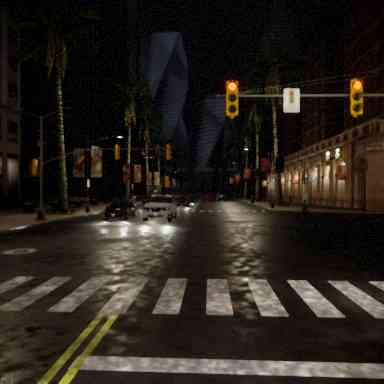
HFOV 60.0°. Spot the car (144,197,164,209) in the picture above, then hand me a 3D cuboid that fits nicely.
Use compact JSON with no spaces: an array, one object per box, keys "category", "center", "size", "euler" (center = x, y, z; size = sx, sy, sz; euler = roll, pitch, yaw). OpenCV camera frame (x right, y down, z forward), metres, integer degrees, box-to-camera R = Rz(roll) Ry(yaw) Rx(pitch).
[{"category":"car","center":[-5.067,1.464,45.156],"size":[1.882,1.535,5.008],"euler":[0,0,3]}]

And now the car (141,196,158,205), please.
[{"category":"car","center":[-7.505,1.496,59.368],"size":[2.161,1.482,4.786],"euler":[0,0,2]}]

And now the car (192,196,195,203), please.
[{"category":"car","center":[-0.410,1.544,68.068],"size":[1.994,1.385,4.181],"euler":[0,0,3]}]

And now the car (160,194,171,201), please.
[{"category":"car","center":[-6.417,1.330,81.273],"size":[2.185,1.767,4.553],"euler":[0,0,2]}]

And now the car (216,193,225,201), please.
[{"category":"car","center":[7.433,1.190,88.091],"size":[2.150,2.045,5.566],"euler":[0,0,2]}]

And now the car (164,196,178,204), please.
[{"category":"car","center":[-4.072,1.472,65.229],"size":[2.128,1.511,4.902],"euler":[0,0,3]}]

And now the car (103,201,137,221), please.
[{"category":"car","center":[-5.885,1.497,27.615],"size":[1.837,1.490,4.892],"euler":[0,0,3]}]

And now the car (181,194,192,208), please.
[{"category":"car","center":[-1.378,1.491,49.072],"size":[1.837,1.490,4.892],"euler":[0,0,3]}]

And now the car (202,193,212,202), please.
[{"category":"car","center":[3.565,1.201,77.812],"size":[2.150,2.045,5.566],"euler":[0,0,2]}]

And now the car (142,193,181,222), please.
[{"category":"car","center":[-2.444,1.214,26.350],"size":[2.150,2.045,5.566],"euler":[0,0,3]}]

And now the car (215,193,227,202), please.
[{"category":"car","center":[7.074,1.499,78.017],"size":[2.128,1.511,4.902],"euler":[0,0,2]}]
